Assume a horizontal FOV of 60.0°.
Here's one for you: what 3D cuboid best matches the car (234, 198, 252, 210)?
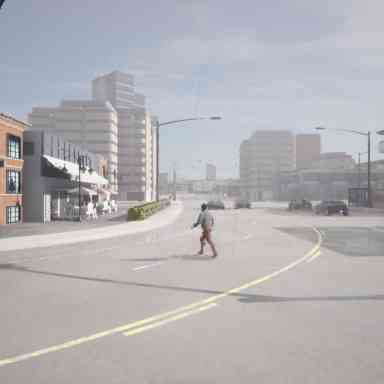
[{"bbox_3d":[6.477,1.507,42.927,1.837,1.490,4.892,0,-1,1],"label":"car"}]

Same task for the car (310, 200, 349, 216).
[{"bbox_3d":[13.522,1.505,32.463,1.837,1.490,4.892,0,0,1],"label":"car"}]

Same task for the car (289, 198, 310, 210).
[{"bbox_3d":[13.621,1.526,41.843,1.812,1.442,4.674,0,0,0],"label":"car"}]

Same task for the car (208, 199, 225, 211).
[{"bbox_3d":[2.960,1.564,41.278,1.994,1.385,4.181,0,0,1],"label":"car"}]

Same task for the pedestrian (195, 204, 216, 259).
[{"bbox_3d":[0.458,1.294,11.348,0.375,1.860,0.375,0,0,36],"label":"pedestrian"}]
